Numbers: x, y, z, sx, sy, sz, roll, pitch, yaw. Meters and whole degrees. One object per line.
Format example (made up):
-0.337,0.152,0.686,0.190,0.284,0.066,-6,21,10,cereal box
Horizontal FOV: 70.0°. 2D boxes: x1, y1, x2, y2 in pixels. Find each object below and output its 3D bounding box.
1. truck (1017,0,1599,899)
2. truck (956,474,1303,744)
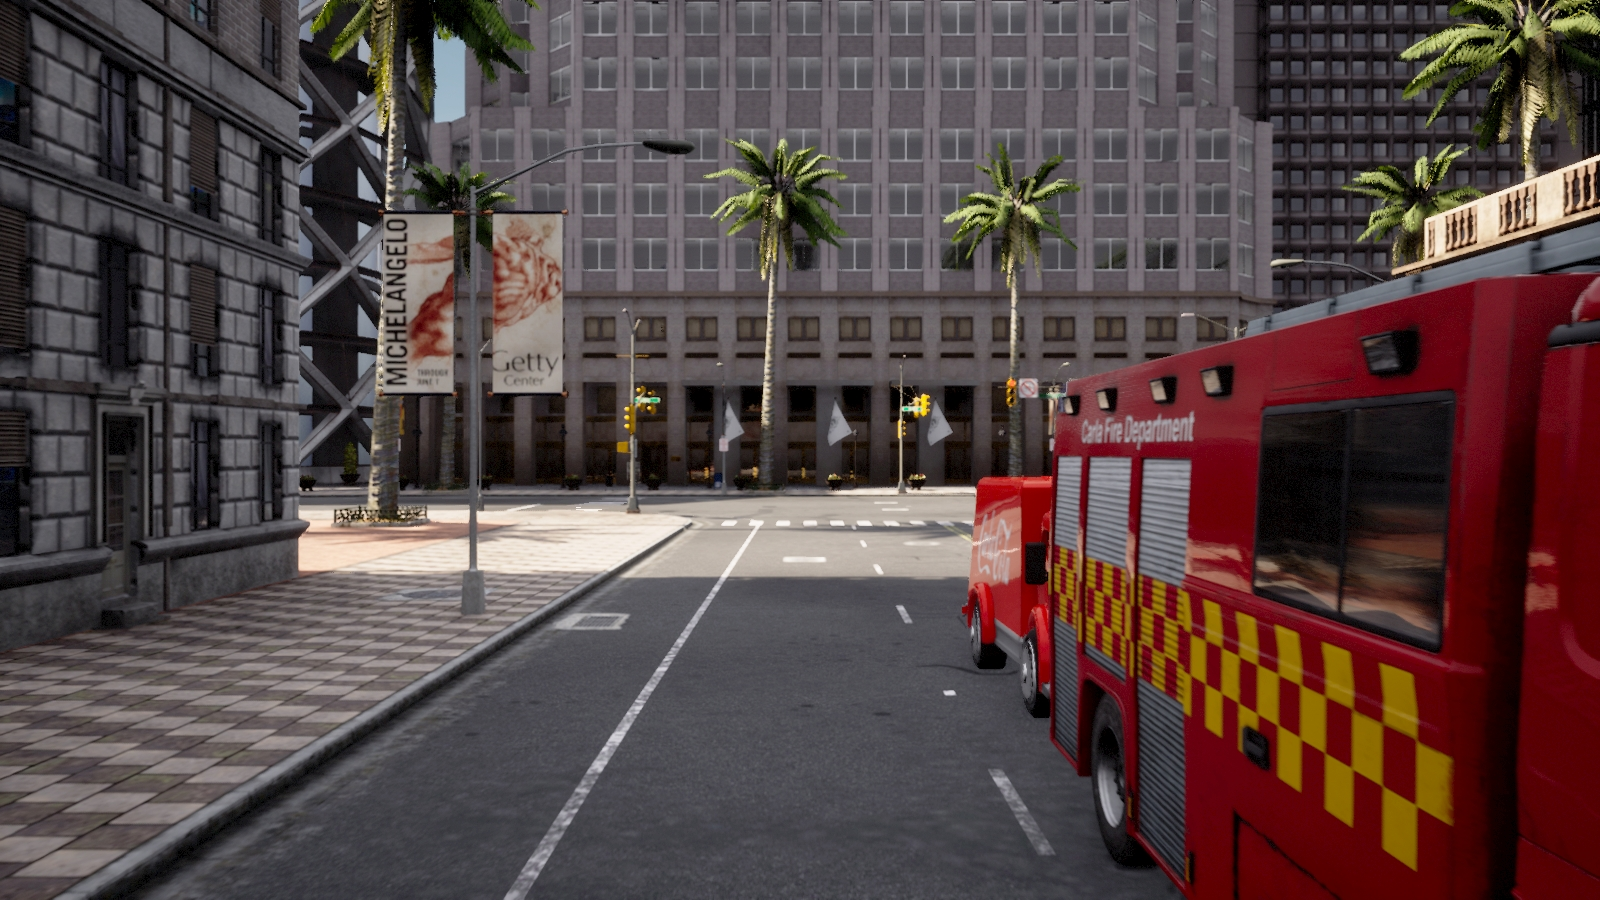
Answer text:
3.230,0.890,5.127,2.891,3.827,8.468,0,0,0,truck
3.490,1.568,13.478,2.627,2.467,5.204,0,0,0,truck
